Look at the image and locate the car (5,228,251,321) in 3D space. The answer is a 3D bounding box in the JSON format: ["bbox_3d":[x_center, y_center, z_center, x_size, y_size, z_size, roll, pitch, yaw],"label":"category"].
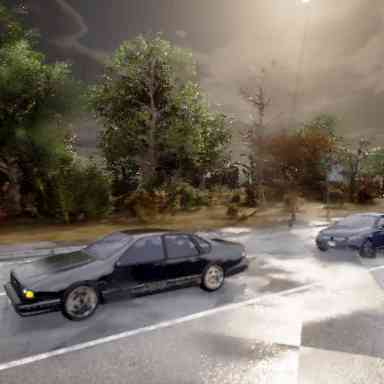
[{"bbox_3d":[-1.089,1.562,7.497,5.357,1.411,2.033,0,0,-35],"label":"car"}]

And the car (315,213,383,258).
[{"bbox_3d":[6.843,1.570,13.092,4.674,1.442,1.812,0,0,-35],"label":"car"}]
